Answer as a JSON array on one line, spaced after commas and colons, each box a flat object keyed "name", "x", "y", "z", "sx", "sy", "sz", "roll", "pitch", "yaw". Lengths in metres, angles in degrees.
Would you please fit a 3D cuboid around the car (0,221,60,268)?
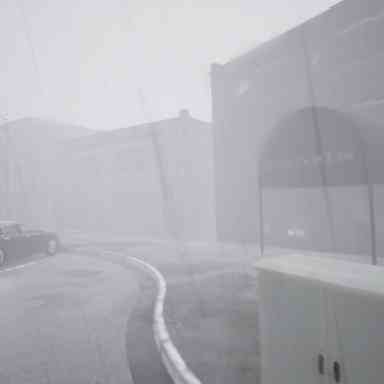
[{"name": "car", "x": -7.085, "y": 1.868, "z": 12.753, "sx": 2.231, "sy": 1.521, "sz": 4.892, "roll": -1, "pitch": -2, "yaw": 13}]
